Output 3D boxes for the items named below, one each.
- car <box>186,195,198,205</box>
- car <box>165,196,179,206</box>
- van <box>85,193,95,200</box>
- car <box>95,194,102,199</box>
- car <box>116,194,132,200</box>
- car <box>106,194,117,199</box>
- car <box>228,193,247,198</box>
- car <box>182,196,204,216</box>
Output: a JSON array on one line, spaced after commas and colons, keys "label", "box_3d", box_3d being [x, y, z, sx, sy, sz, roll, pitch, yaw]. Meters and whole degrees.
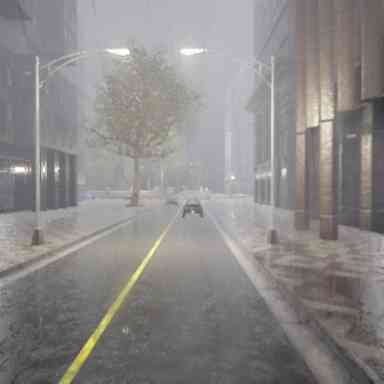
[{"label": "car", "box_3d": [0.017, 1.350, 57.237, 2.033, 1.411, 5.357, 0, 0, 0]}, {"label": "car", "box_3d": [-3.037, 1.389, 51.782, 2.033, 1.411, 5.357, 0, 0, 1]}, {"label": "van", "box_3d": [-25.957, 1.113, 78.957, 3.998, 1.788, 1.690, 0, 1, 0]}, {"label": "car", "box_3d": [-25.914, 1.201, 87.486, 4.403, 1.369, 2.008, 0, 1, 0]}, {"label": "car", "box_3d": [-14.906, 1.264, 78.891, 4.403, 1.369, 2.008, 0, 1, 0]}, {"label": "car", "box_3d": [-20.388, 1.205, 87.452, 4.206, 1.307, 1.802, 0, 1, 0]}, {"label": "car", "box_3d": [11.958, 0.910, 87.244, 4.829, 1.417, 1.752, -1, 1, 0]}, {"label": "car", "box_3d": [0.080, 1.455, 31.372, 1.837, 1.490, 4.892, 0, 1, 0]}]
